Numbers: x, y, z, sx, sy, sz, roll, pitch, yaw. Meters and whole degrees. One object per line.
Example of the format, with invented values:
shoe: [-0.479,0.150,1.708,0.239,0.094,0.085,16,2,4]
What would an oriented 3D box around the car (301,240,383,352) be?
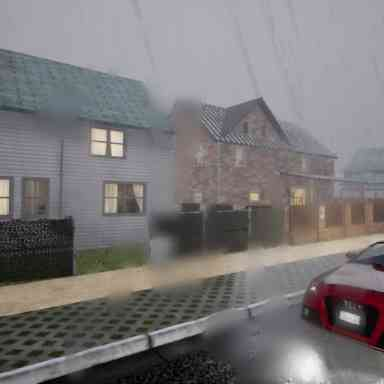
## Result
car: [3.816,1.567,5.786,4.181,1.385,1.994,0,0,-35]
